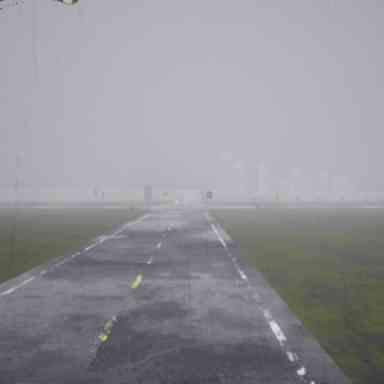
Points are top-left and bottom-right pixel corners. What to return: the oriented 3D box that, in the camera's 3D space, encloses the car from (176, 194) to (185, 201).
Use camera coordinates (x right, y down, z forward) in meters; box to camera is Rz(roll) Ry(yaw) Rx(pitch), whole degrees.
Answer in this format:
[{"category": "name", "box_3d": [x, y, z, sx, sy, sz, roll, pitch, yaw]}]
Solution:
[{"category": "car", "box_3d": [-2.760, 1.319, 82.143, 2.097, 1.767, 4.553, 0, 0, 0]}]
